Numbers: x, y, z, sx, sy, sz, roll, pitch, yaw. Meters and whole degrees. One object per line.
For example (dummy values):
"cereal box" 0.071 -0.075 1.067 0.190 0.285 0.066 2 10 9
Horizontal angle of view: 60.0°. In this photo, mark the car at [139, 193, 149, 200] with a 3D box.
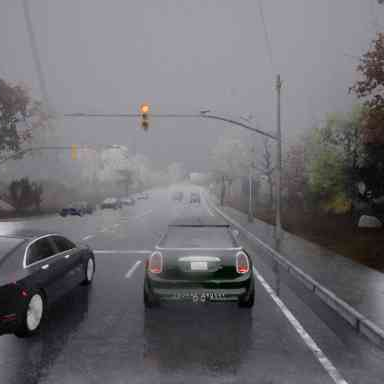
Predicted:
"car" -9.952 0.876 68.416 2.033 1.411 5.357 0 3 0

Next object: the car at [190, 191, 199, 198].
"car" 0.609 0.516 75.150 2.033 1.411 5.357 0 3 1

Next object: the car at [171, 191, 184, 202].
"car" -2.984 1.070 64.608 2.033 1.411 5.357 0 3 1

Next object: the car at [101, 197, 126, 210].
"car" -10.268 1.478 42.781 1.882 1.535 5.008 0 0 0

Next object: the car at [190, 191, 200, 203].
"car" 0.589 1.221 61.611 2.033 1.411 5.357 0 3 1

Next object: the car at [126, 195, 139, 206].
"car" -10.167 1.529 52.804 1.994 1.385 4.181 0 1 1

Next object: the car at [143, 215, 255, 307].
"car" 0.143 1.352 8.127 2.097 1.767 4.553 0 0 0

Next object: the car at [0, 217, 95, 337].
"car" -3.377 1.505 6.627 1.837 1.490 4.892 0 0 0

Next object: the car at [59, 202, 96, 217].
"car" -10.382 1.601 30.331 1.895 1.301 4.718 0 0 1
